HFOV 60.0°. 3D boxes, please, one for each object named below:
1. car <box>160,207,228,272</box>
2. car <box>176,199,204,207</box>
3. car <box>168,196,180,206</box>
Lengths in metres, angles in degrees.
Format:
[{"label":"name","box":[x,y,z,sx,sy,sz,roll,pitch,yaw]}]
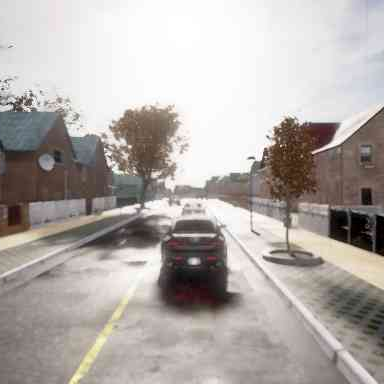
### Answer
[{"label":"car","box":[0.081,1.458,10.651,1.837,1.490,4.892,0,0,1]},{"label":"car","box":[0.126,1.458,25.200,2.033,1.411,5.357,0,0,1]},{"label":"car","box":[-2.664,1.391,51.503,2.128,1.511,4.902,0,0,0]}]
